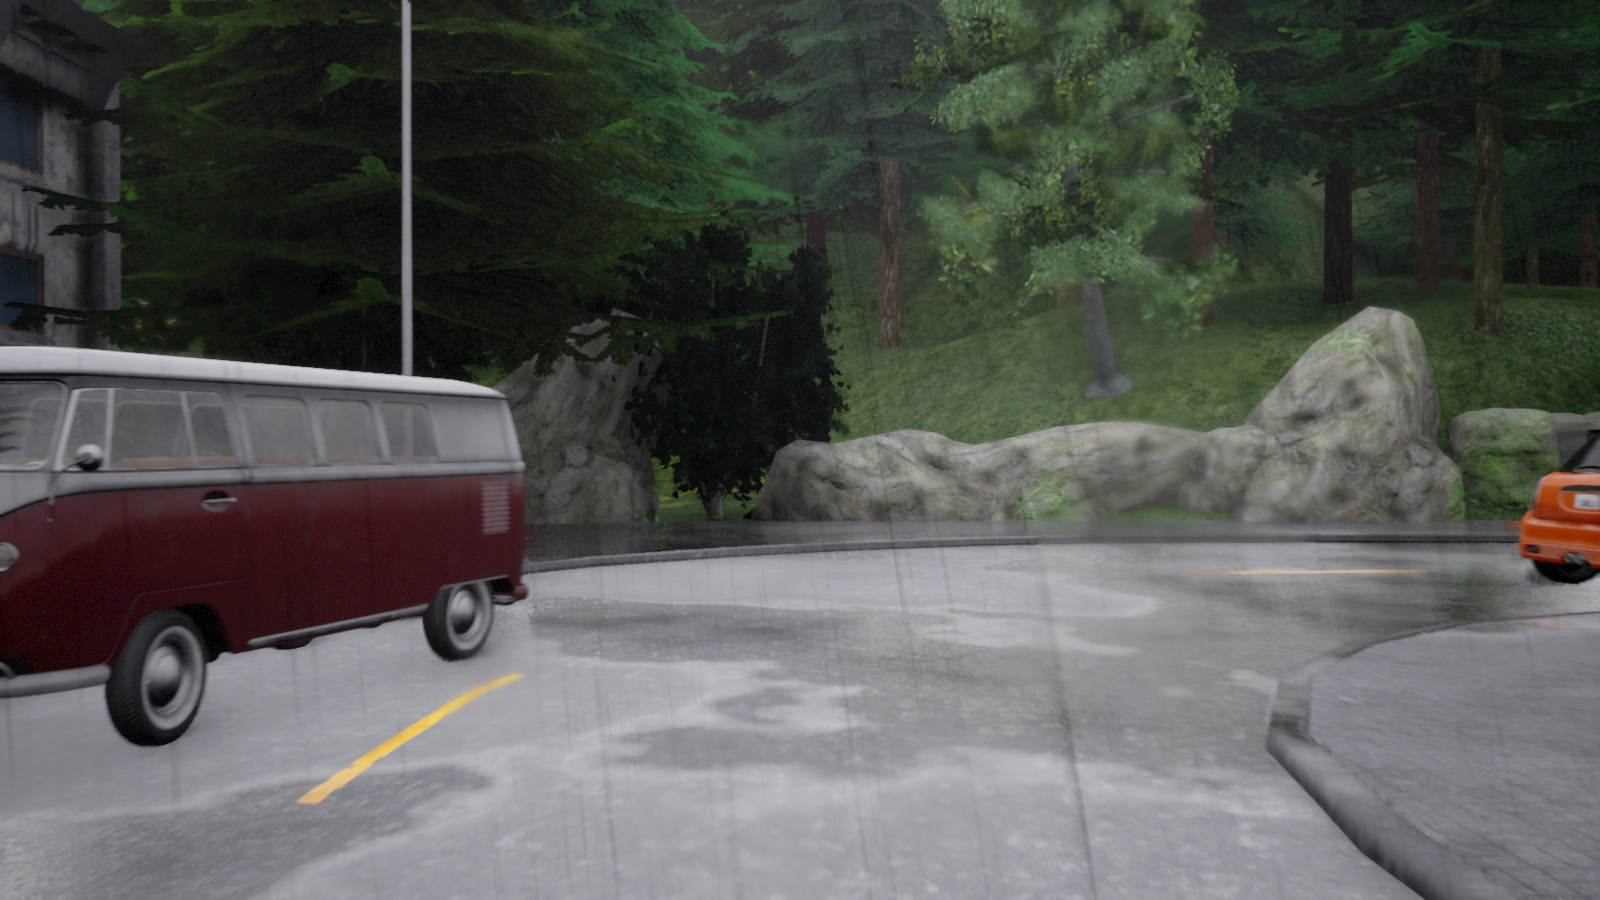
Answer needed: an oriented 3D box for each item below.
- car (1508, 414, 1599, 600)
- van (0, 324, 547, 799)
[{"bbox_3d":[9.827,0.543,12.434,4.553,1.767,2.097,0,0,-7],"label":"car"},{"bbox_3d":[-3.470,0.455,7.590,1.775,1.987,4.442,0,0,19],"label":"van"}]
